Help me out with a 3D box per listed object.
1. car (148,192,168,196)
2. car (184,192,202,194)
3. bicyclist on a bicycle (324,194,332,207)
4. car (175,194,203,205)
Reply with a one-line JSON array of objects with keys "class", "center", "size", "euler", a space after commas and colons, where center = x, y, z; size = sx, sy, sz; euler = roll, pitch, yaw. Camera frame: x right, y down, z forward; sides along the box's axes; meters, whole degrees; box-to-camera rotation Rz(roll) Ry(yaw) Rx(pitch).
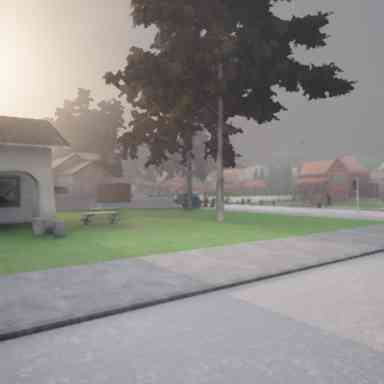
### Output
[{"class": "car", "center": [-6.967, 0.946, 67.353], "size": [2.150, 2.045, 5.566], "euler": [-1, 0, -36]}, {"class": "car", "center": [-0.252, 0.952, 58.037], "size": [2.150, 2.045, 5.566], "euler": [-1, 1, -35]}, {"class": "bicyclist on a bicycle", "center": [16.931, 1.042, 41.338], "size": [1.656, 1.620, 0.582], "euler": [-1, 1, -36]}, {"class": "car", "center": [-0.666, 1.363, 51.538], "size": [1.895, 1.301, 4.718], "euler": [-1, 0, -35]}]
